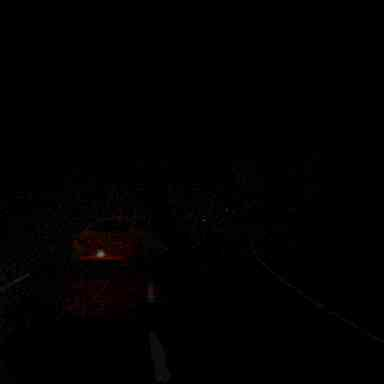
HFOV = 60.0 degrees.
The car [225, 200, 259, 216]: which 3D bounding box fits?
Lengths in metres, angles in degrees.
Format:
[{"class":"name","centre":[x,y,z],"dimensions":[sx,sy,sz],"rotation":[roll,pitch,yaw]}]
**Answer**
[{"class":"car","centre":[6.069,1.896,39.943],"dimensions":[2.097,1.767,4.553],"rotation":[0,-1,36]}]

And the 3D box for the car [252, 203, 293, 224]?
[{"class":"car","centre":[7.431,1.910,29.544],"dimensions":[1.882,1.535,5.008],"rotation":[0,-1,34]}]

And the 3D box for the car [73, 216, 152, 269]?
[{"class":"car","centre":[-2.534,1.583,11.606],"dimensions":[1.882,1.535,5.008],"rotation":[0,-1,-1]}]

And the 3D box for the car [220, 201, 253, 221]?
[{"class":"car","centre":[5.002,1.782,32.086],"dimensions":[2.097,1.767,4.553],"rotation":[0,-1,34]}]

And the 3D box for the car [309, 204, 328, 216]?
[{"class":"car","centre":[16.287,2.246,41.866],"dimensions":[1.994,1.385,4.181],"rotation":[0,-1,36]}]

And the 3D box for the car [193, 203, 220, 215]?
[{"class":"car","centre":[2.391,2.044,40.873],"dimensions":[2.033,1.411,5.357],"rotation":[0,-1,36]}]
